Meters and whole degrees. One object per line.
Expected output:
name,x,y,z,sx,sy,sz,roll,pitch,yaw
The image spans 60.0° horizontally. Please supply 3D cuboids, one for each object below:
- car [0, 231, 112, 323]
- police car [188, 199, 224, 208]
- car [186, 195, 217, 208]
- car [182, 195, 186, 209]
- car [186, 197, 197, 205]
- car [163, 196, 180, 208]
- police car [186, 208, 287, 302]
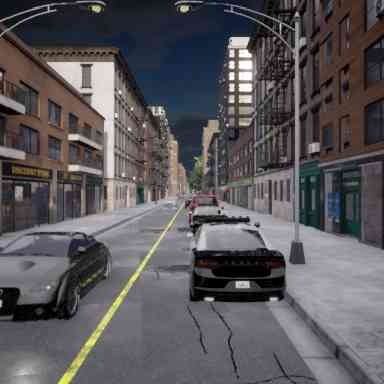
car,-3.112,1.565,7.204,1.994,1.385,4.181,0,0,0
police car,0.870,1.434,18.440,1.930,1.638,5.238,0,0,0
car,0.860,1.239,24.361,2.150,2.045,5.566,0,0,0
car,-0.064,1.549,46.494,1.837,1.490,4.892,0,0,0
car,-0.099,1.630,59.885,1.994,1.385,4.181,0,0,0
car,-3.178,1.574,49.402,1.812,1.442,4.674,0,0,0
police car,0.886,1.427,8.440,1.930,1.638,5.238,0,0,0
